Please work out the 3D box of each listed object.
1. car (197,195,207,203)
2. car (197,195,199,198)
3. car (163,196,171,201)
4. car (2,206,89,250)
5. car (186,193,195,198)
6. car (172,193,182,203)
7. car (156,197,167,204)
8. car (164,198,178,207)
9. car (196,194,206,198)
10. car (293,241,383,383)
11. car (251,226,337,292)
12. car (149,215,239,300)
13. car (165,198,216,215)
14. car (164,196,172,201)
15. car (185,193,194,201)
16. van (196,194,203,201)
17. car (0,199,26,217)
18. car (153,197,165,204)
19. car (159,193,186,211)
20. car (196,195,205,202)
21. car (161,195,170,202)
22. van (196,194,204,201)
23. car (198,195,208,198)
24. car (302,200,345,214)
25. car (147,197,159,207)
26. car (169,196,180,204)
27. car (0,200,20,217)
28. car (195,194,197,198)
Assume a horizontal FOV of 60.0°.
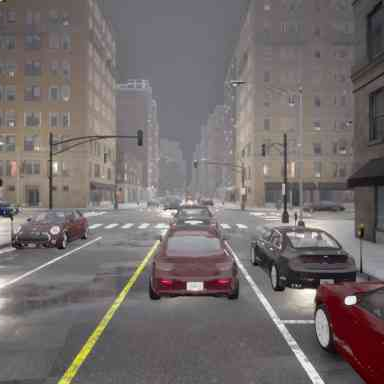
[{"bbox_3d":[2.176,1.541,74.694,1.967,1.590,4.097,0,0,-1],"label":"car"},{"bbox_3d":[2.367,1.622,58.172,1.947,1.339,4.313,0,0,-1],"label":"car"},{"bbox_3d":[-6.477,1.721,85.617,1.802,1.307,4.206,0,0,-1],"label":"car"},{"bbox_3d":[-5.880,1.445,14.209,1.967,1.590,4.097,0,0,0],"label":"car"},{"bbox_3d":[-0.550,1.342,79.392,2.150,2.045,5.566,0,0,-1],"label":"car"},{"bbox_3d":[-3.522,1.333,76.954,2.150,2.045,5.566,0,0,-1],"label":"car"},{"bbox_3d":[-6.286,1.665,69.094,1.802,1.307,4.206,0,0,-1],"label":"car"},{"bbox_3d":[-3.338,1.610,53.021,1.994,1.385,4.181,0,0,-1],"label":"car"},{"bbox_3d":[2.301,1.595,63.849,1.752,1.417,4.829,0,0,-1],"label":"car"},{"bbox_3d":[2.669,1.545,3.248,1.887,1.381,4.507,0,0,0],"label":"car"},{"bbox_3d":[2.657,1.553,8.739,2.008,1.369,4.403,0,0,0],"label":"car"},{"bbox_3d":[0.018,1.528,8.277,1.812,1.442,4.674,0,0,-1],"label":"car"},{"bbox_3d":[0.065,1.358,15.581,2.097,1.767,4.553,0,0,0],"label":"car"},{"bbox_3d":[-6.540,1.728,91.125,1.947,1.339,4.313,0,0,-1],"label":"car"},{"bbox_3d":[-0.674,1.383,90.111,2.150,2.045,5.566,0,0,-1],"label":"car"},{"bbox_3d":[1.985,1.504,91.214,1.690,1.788,3.998,0,0,-1],"label":"van"},{"bbox_3d":[-18.032,1.416,30.187,4.902,1.511,2.128,0,0,0],"label":"car"},{"bbox_3d":[-6.222,1.613,63.586,1.887,1.381,4.507,0,0,-1],"label":"car"},{"bbox_3d":[-2.423,1.378,40.308,2.097,1.767,4.553,0,0,-11],"label":"car"},{"bbox_3d":[2.112,1.559,80.199,1.967,1.590,4.097,0,0,-1],"label":"car"},{"bbox_3d":[-6.412,1.559,80.110,1.967,1.590,4.097,0,0,-1],"label":"car"},{"bbox_3d":[2.049,1.481,85.707,1.690,1.788,3.998,0,0,-1],"label":"van"},{"bbox_3d":[2.431,1.590,52.666,1.887,1.381,4.507,0,0,-1],"label":"car"},{"bbox_3d":[14.634,1.648,37.153,4.674,1.442,1.812,0,0,1],"label":"car"},{"bbox_3d":[-6.094,1.595,52.571,2.008,1.369,4.403,0,0,-1],"label":"car"},{"bbox_3d":[-3.431,1.601,66.218,1.812,1.442,4.674,0,0,0],"label":"car"},{"bbox_3d":[-17.156,1.123,26.946,5.566,2.045,2.150,0,0,0],"label":"car"},{"bbox_3d":[2.240,1.399,69.186,2.192,1.841,5.009,0,0,-1],"label":"car"}]
